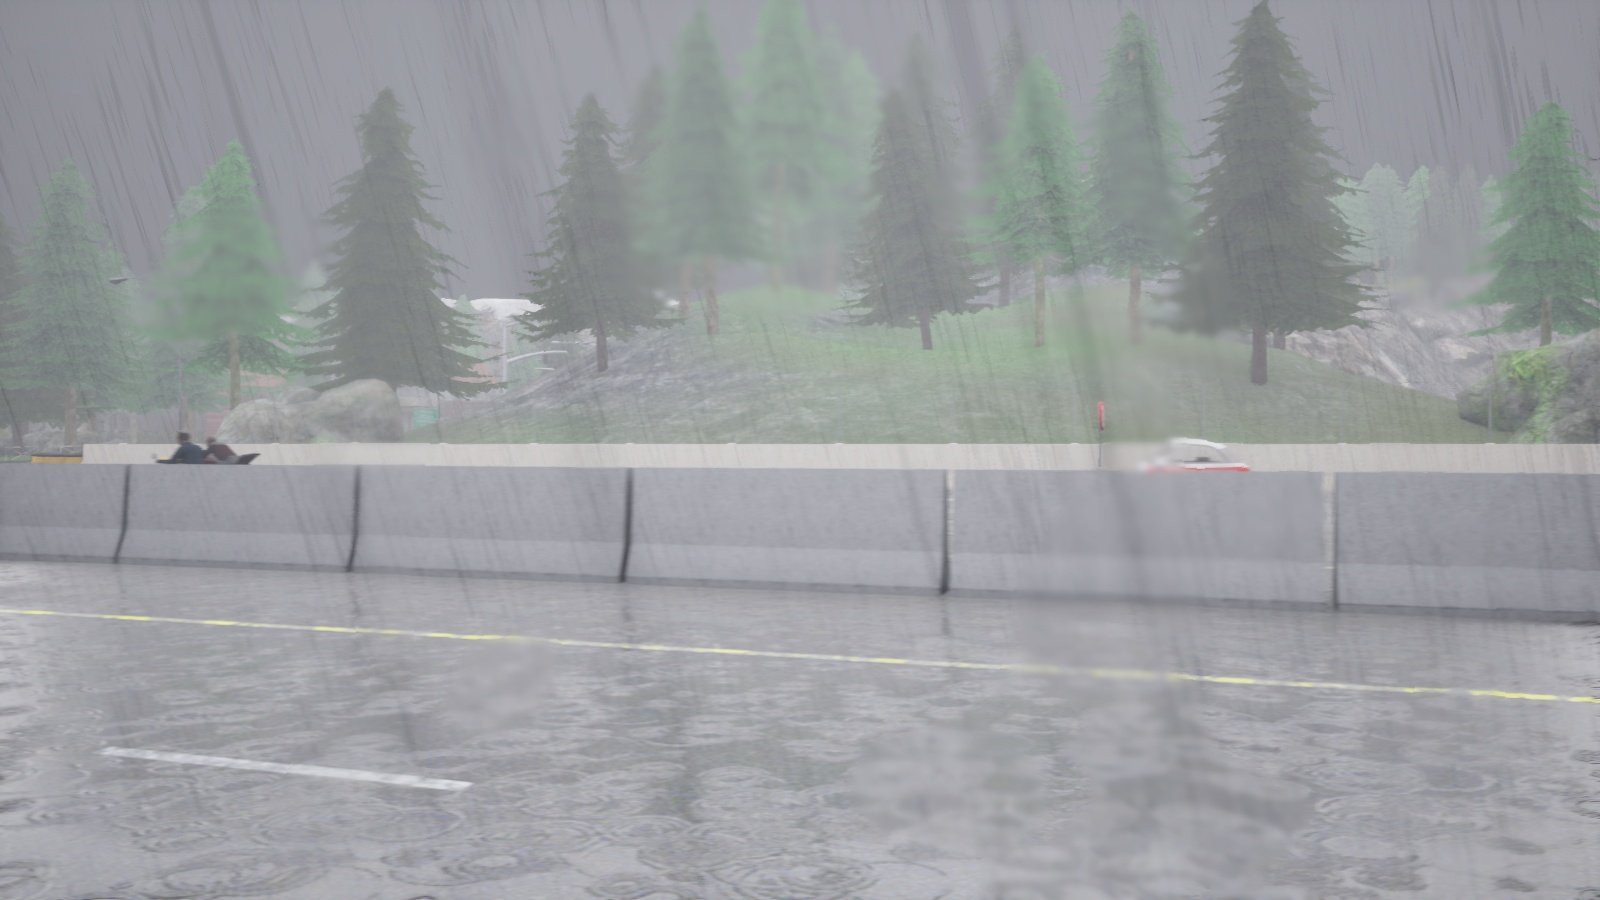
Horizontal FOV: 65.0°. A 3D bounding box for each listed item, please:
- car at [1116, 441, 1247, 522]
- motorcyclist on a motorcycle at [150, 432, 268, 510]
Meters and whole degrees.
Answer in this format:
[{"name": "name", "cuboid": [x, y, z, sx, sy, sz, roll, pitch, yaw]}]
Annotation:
[{"name": "car", "cuboid": [6.994, 0.540, 22.993, 2.207, 1.376, 1.481, 1, 1, 19]}, {"name": "motorcyclist on a motorcycle", "cuboid": [-12.110, 0.404, 25.730, 2.191, 1.530, 0.866, 1, 1, 19]}]
